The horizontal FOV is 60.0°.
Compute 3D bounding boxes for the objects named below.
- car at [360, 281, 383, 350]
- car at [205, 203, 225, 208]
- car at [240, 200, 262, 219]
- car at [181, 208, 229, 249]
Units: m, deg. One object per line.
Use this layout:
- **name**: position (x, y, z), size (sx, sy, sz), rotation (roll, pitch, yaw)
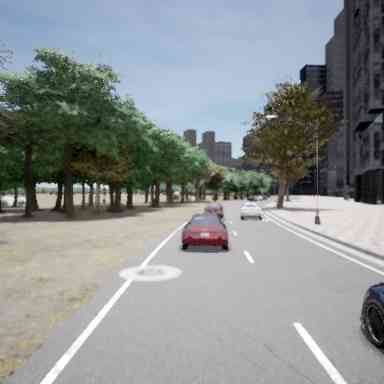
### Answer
- **car**: position (3.665, 1.595, 3.637), size (1.994, 1.385, 4.181), rotation (0, 0, 1)
- **car**: position (2.149, 1.747, 32.663), size (2.033, 1.411, 5.357), rotation (0, 0, 8)
- **car**: position (5.437, 1.722, 30.961), size (1.812, 1.442, 4.674), rotation (0, 0, 8)
- **car**: position (0.613, 1.655, 15.083), size (1.994, 1.385, 4.181), rotation (0, 0, 3)
